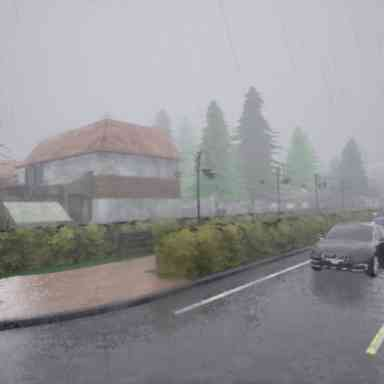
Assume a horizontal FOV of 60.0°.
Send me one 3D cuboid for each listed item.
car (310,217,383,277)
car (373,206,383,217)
[{"bbox_3d":[5.691,1.839,11.569,1.837,1.490,4.892,-2,-3,39],"label":"car"},{"bbox_3d":[11.956,1.746,19.190,2.150,2.045,5.566,-2,-3,39],"label":"car"}]
